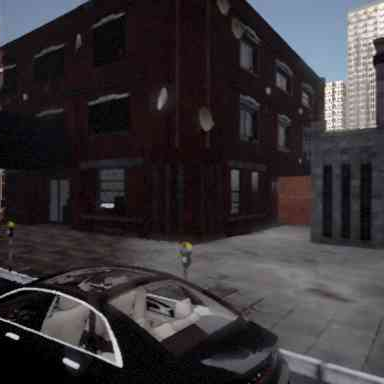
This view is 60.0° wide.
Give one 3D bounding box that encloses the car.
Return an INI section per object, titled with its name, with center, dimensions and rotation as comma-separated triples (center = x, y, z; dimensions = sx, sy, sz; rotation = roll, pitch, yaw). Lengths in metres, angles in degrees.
[car]
center = -1.188, 1.530, 3.726
dimensions = 4.403, 1.369, 2.008
rotation = 0, 0, 36
